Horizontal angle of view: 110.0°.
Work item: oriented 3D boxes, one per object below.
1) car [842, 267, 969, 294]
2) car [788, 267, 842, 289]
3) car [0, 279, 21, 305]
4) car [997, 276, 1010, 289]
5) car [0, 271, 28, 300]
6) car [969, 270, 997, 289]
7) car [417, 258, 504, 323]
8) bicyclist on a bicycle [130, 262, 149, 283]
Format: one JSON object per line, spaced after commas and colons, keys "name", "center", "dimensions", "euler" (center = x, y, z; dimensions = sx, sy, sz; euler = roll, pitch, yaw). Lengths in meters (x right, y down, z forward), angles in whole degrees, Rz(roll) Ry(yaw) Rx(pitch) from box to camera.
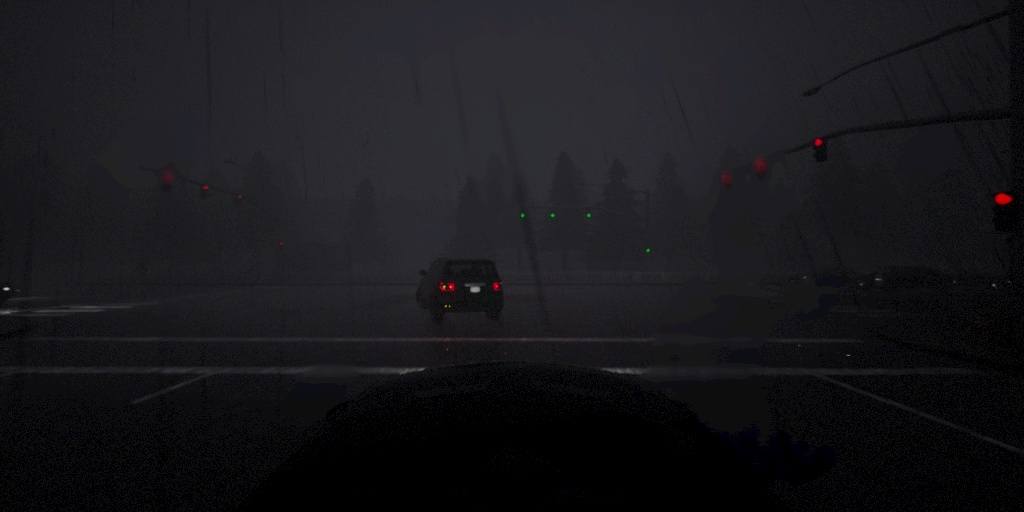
{"name": "car", "center": [23.245, 1.422, 21.337], "dimensions": [4.902, 1.511, 2.128], "euler": [0, -1, 1]}
{"name": "car", "center": [21.830, 1.499, 24.844], "dimensions": [4.674, 1.442, 1.812], "euler": [0, -1, 0]}
{"name": "car", "center": [-23.173, 1.446, 14.203], "dimensions": [4.718, 1.301, 1.895], "euler": [0, -1, 0]}
{"name": "car", "center": [32.996, 1.477, 21.241], "dimensions": [5.357, 1.411, 2.033], "euler": [0, -1, 1]}
{"name": "car", "center": [-27.291, 1.451, 17.644], "dimensions": [4.181, 1.385, 1.994], "euler": [0, -1, -1]}
{"name": "car", "center": [30.935, 1.573, 24.764], "dimensions": [4.718, 1.301, 1.895], "euler": [0, -1, 1]}
{"name": "car", "center": [-2.047, 1.094, 13.072], "dimensions": [2.150, 2.045, 5.566], "euler": [1, -1, -21]}
{"name": "bicyclist on a bicycle", "center": [-29.732, 1.321, 28.700], "dimensions": [0.582, 1.620, 1.656], "euler": [0, 0, 0]}
